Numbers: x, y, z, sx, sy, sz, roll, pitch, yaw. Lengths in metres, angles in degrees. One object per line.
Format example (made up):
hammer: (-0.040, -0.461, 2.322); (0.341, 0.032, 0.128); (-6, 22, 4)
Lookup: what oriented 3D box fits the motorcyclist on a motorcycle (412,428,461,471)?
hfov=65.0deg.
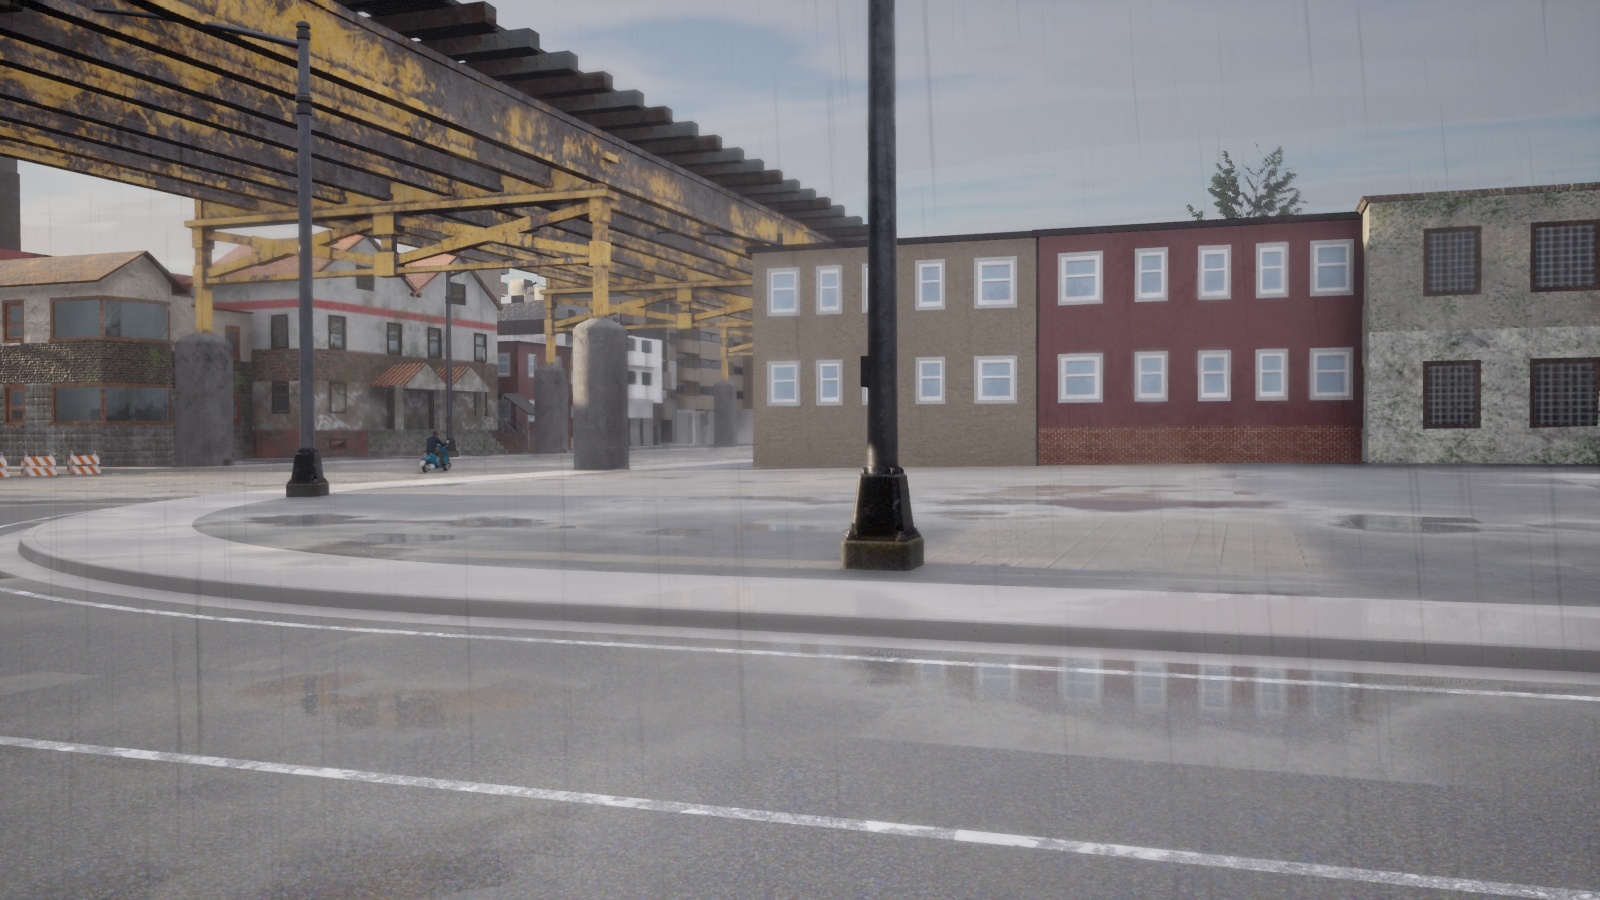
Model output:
motorcyclist on a motorcycle: (-13.859, -0.039, 47.925); (0.866, 1.590, 1.817); (1, 1, 20)
